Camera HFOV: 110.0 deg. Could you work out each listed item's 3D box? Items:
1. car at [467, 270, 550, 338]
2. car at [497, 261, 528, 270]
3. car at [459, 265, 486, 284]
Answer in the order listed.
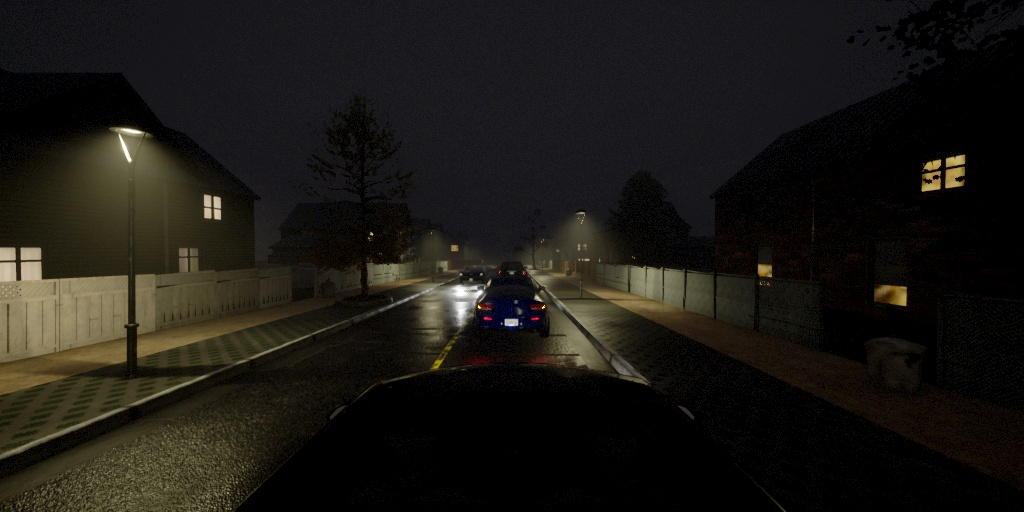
[{"bbox_3d":[-0.015,1.275,10.072,1.812,1.442,4.674,0,0,0],"label":"car"},{"bbox_3d":[0.008,1.122,24.992,2.097,1.767,4.553,0,0,1],"label":"car"},{"bbox_3d":[-2.879,1.377,27.498,1.895,1.301,4.718,0,0,0],"label":"car"}]
